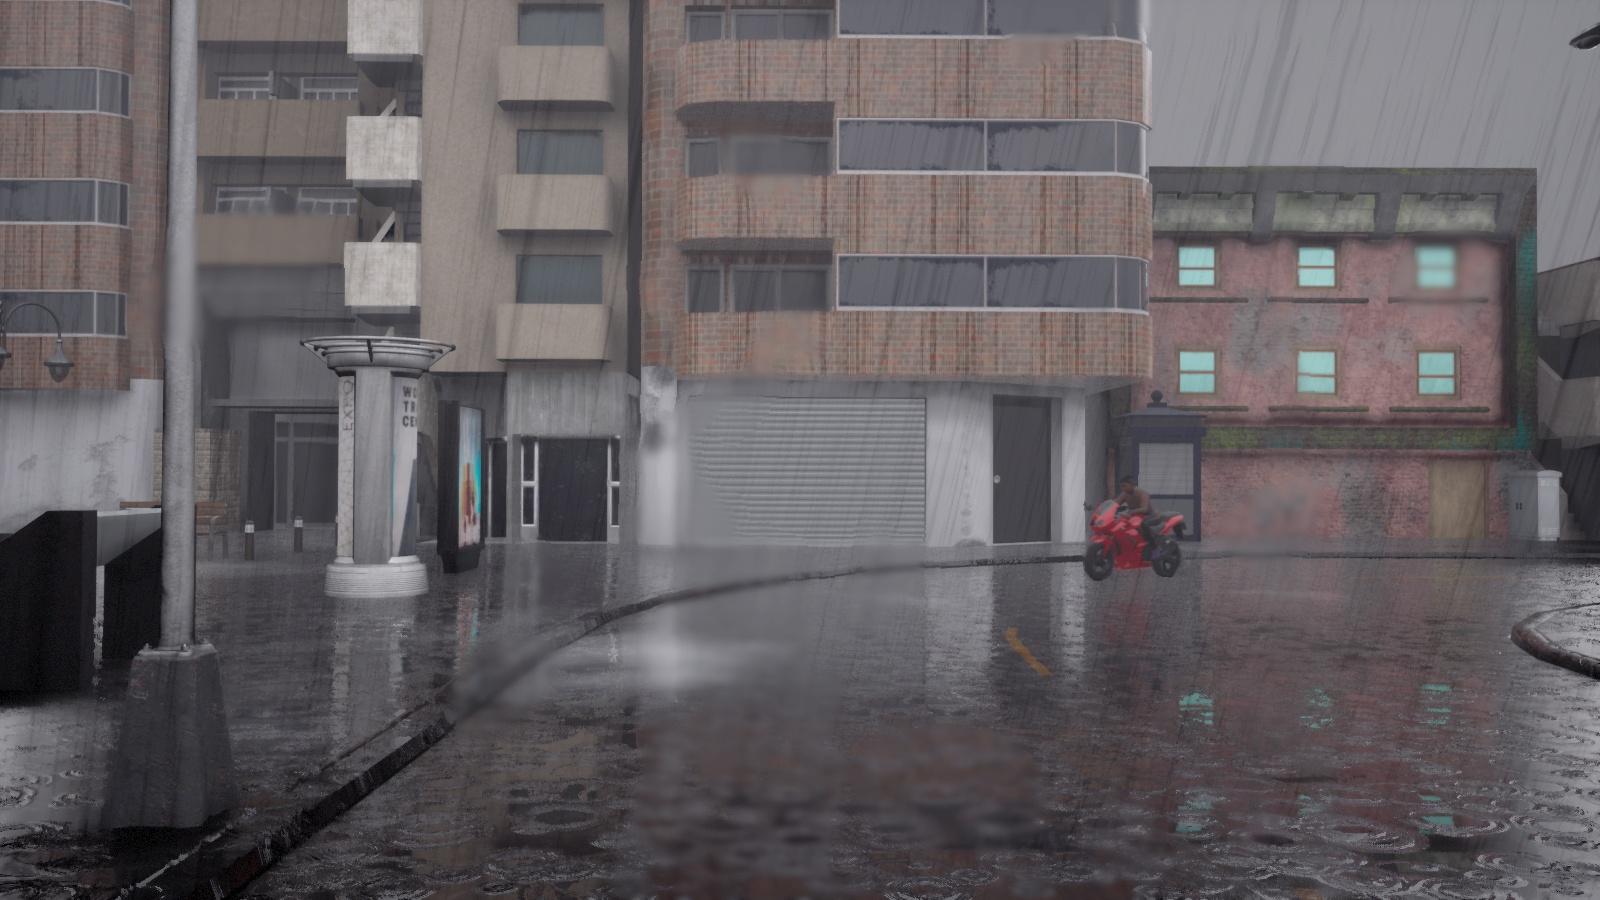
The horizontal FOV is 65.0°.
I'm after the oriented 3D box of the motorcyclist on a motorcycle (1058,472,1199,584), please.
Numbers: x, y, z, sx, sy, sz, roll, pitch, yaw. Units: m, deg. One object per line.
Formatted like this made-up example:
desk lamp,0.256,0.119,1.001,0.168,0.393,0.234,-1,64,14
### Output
motorcyclist on a motorcycle,4.775,1.085,18.183,2.044,1.523,0.797,0,0,-33
